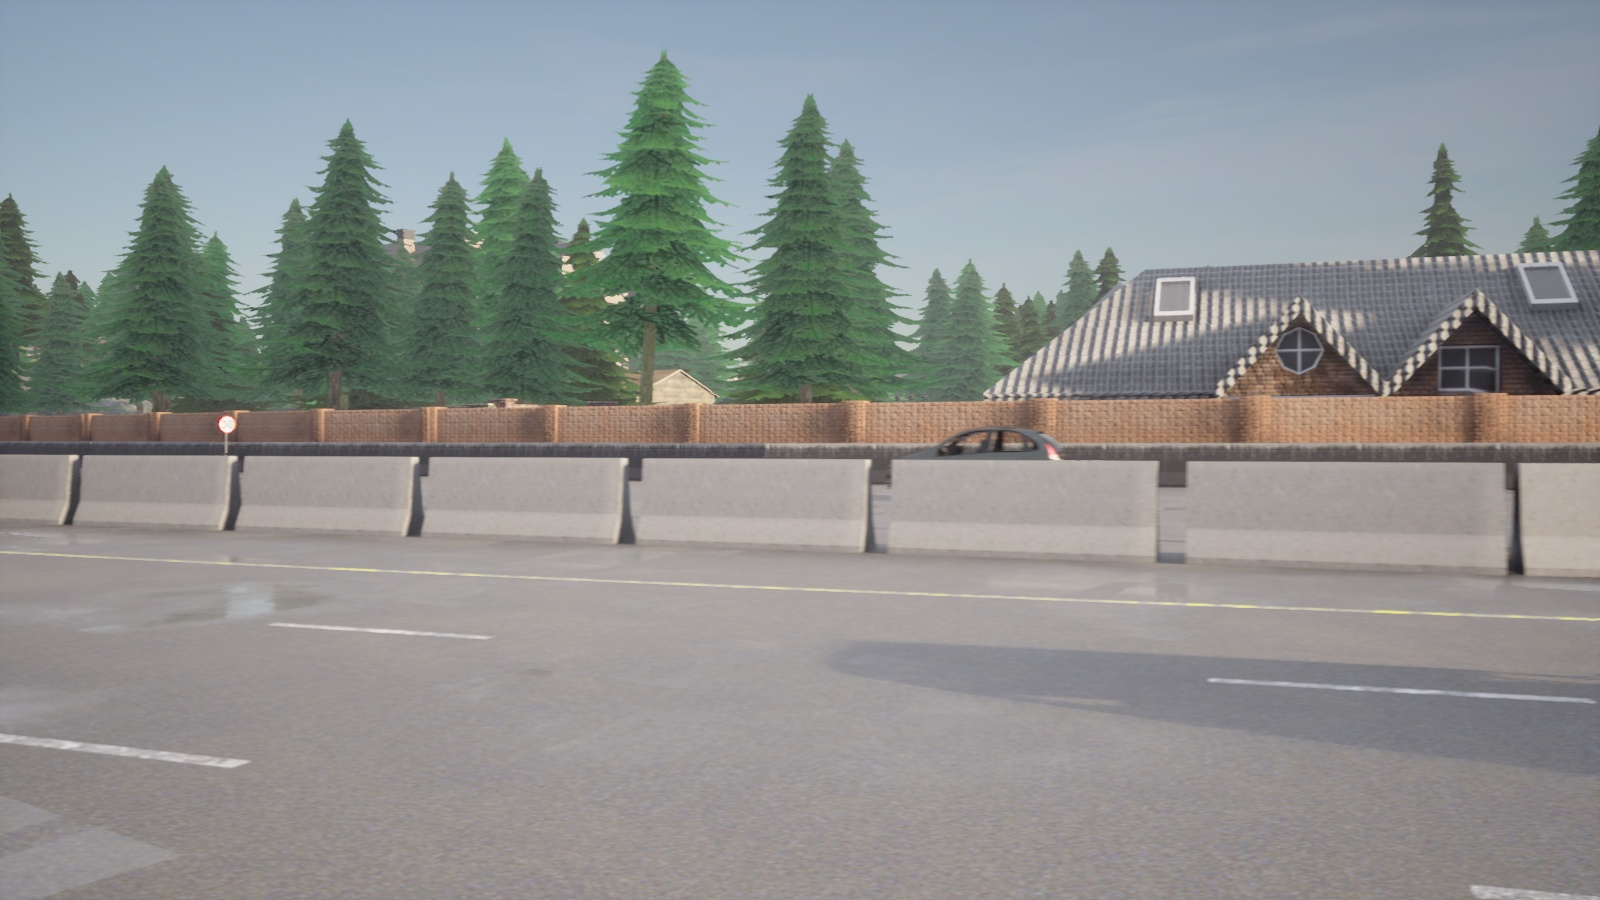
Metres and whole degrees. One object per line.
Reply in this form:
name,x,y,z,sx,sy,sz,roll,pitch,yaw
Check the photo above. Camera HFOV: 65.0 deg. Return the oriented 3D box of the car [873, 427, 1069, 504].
car,3.794,0.297,27.781,3.988,1.617,1.851,1,1,20
